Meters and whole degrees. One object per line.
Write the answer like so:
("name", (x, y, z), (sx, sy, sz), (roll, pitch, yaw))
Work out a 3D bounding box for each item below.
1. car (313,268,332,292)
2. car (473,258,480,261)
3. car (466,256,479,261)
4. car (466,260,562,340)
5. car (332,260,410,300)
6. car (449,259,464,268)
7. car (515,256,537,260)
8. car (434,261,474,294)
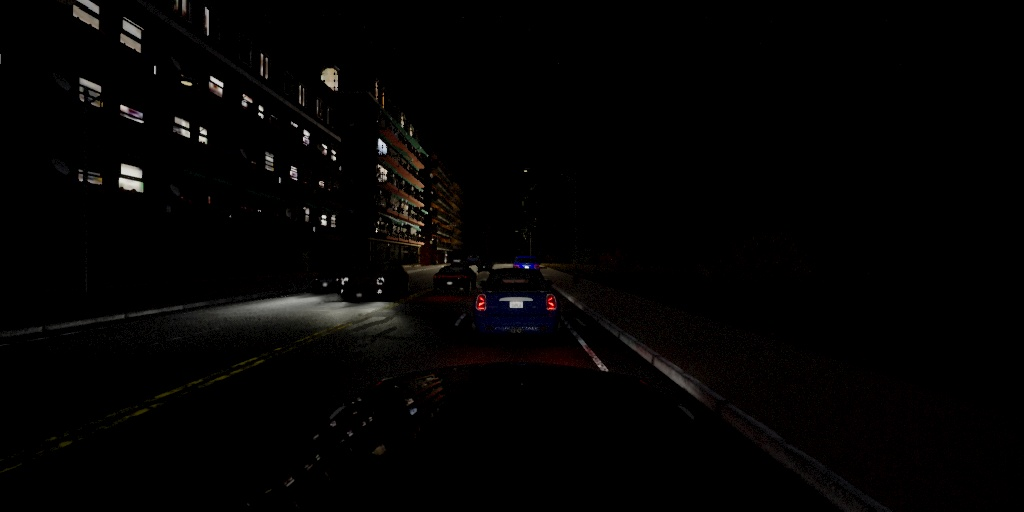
("car", (-9.853, 1.244, 21.351), (2.128, 1.511, 4.902), (0, 0, 0))
("car", (-3.154, 1.300, 43.234), (2.033, 1.411, 5.357), (0, 0, 0))
("car", (-6.579, 0.976, 61.155), (2.150, 2.045, 5.566), (0, 0, 0))
("car", (0.097, 1.103, 10.099), (2.097, 1.767, 4.553), (0, 0, 0))
("car", (-6.602, 1.104, 17.733), (2.097, 1.767, 4.553), (0, 0, 0))
("car", (-9.812, 1.315, 63.940), (1.994, 1.385, 4.181), (0, 0, 0))
("car", (1.135, 0.979, 30.053), (2.150, 2.045, 5.566), (0, 0, 0))
("car", (-3.153, 1.230, 20.584), (1.882, 1.535, 5.008), (0, 0, 0))
